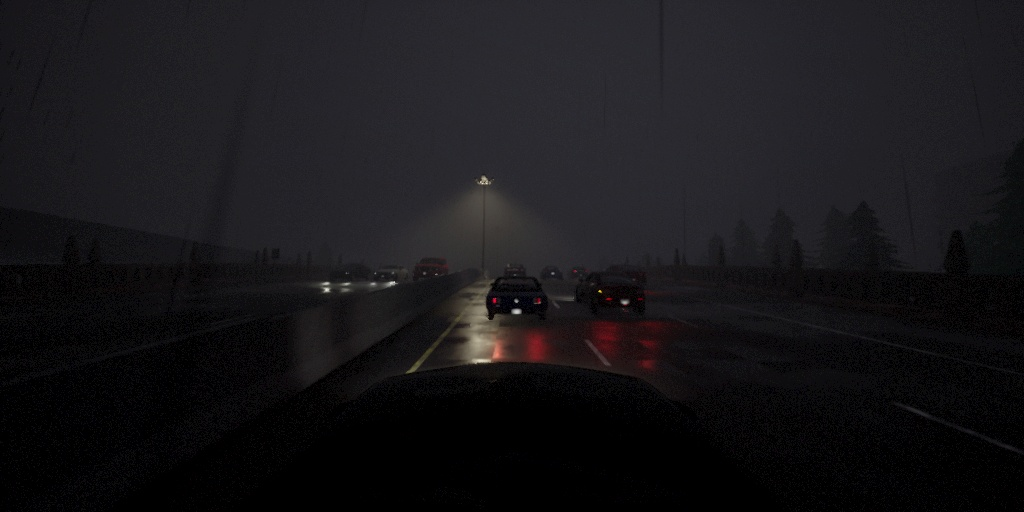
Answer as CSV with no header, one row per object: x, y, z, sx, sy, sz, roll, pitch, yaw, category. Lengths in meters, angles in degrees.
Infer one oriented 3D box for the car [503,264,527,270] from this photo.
0.259,1.438,31.484,2.128,1.511,4.902,0,-2,0,car

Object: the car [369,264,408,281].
-10.344,1.420,31.050,1.812,1.442,4.674,0,-2,0,car

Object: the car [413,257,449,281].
-6.844,1.104,30.924,2.150,2.045,5.566,0,-2,0,car

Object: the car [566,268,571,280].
7.306,1.954,40.361,1.837,1.490,4.892,0,-4,0,car

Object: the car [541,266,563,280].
3.778,1.678,35.018,1.994,1.385,4.181,0,-3,0,car

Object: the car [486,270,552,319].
0.156,1.360,12.830,1.895,1.301,4.718,0,0,0,car

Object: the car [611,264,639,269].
7.216,1.284,23.660,1.882,1.535,5.008,0,0,0,car

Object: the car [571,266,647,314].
3.662,1.300,13.881,1.812,1.442,4.674,0,0,0,car

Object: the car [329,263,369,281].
-13.846,1.351,30.961,1.882,1.535,5.008,0,-2,0,car
